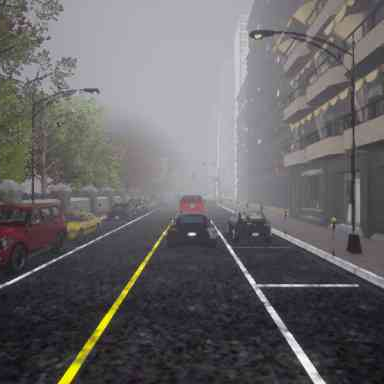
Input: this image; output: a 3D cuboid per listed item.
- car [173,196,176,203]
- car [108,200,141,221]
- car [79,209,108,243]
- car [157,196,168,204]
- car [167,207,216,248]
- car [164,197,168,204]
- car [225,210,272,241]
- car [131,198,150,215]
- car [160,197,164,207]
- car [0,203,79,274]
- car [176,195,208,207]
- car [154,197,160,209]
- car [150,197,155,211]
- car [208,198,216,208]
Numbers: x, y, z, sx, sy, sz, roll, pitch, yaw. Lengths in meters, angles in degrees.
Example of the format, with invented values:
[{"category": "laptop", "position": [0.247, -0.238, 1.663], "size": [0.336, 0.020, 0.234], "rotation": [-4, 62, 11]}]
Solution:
[{"category": "car", "position": [-3.001, 1.518, 70.730], "size": [1.812, 1.442, 4.674], "rotation": [0, 0, 0]}, {"category": "car", "position": [-5.688, 1.570, 27.356], "size": [1.947, 1.339, 4.313], "rotation": [0, 0, 0]}, {"category": "car", "position": [-5.688, 1.525, 16.109], "size": [1.752, 1.417, 4.829], "rotation": [0, 0, 0]}, {"category": "car", "position": [-5.817, 1.577, 66.127], "size": [1.887, 1.381, 4.507], "rotation": [0, 0, 0]}, {"category": "car", "position": [0.000, 1.573, 14.650], "size": [1.994, 1.385, 4.181], "rotation": [0, 0, 0]}, {"category": "car", "position": [-5.766, 1.578, 60.587], "size": [2.008, 1.369, 4.403], "rotation": [0, 0, 0]}, {"category": "car", "position": [2.693, 1.551, 16.281], "size": [2.008, 1.369, 4.403], "rotation": [0, 0, 0]}, {"category": "car", "position": [-5.687, 1.447, 32.895], "size": [1.967, 1.590, 4.097], "rotation": [0, 0, 0]}, {"category": "car", "position": [-5.688, 1.458, 49.511], "size": [1.967, 1.590, 4.097], "rotation": [0, 0, 0]}, {"category": "car", "position": [-5.687, 1.313, 10.740], "size": [2.192, 1.841, 5.009], "rotation": [0, 0, 0]}, {"category": "car", "position": [0.000, 1.264, 29.680], "size": [2.150, 2.045, 5.566], "rotation": [0, 0, 0]}, {"category": "car", "position": [-5.688, 1.539, 43.802], "size": [1.752, 1.417, 4.829], "rotation": [0, 0, 0]}, {"category": "car", "position": [-5.688, 1.592, 38.434], "size": [1.802, 1.307, 4.206], "rotation": [0, 0, 0]}, {"category": "car", "position": [2.692, 1.569, 49.513], "size": [2.008, 1.369, 4.403], "rotation": [0, 0, 0]}]
